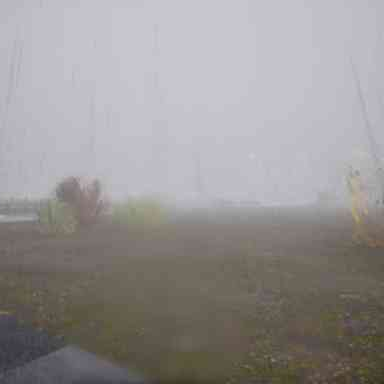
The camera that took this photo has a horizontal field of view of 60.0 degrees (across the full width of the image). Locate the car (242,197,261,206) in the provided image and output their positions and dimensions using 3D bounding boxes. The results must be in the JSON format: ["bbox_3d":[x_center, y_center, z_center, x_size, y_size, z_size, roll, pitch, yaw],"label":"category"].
[{"bbox_3d":[11.312,1.742,63.304,2.097,1.767,4.553,-1,-1,36],"label":"car"}]

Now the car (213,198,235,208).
[{"bbox_3d":[5.327,1.766,54.885,2.128,1.511,4.902,-1,-1,36],"label":"car"}]
